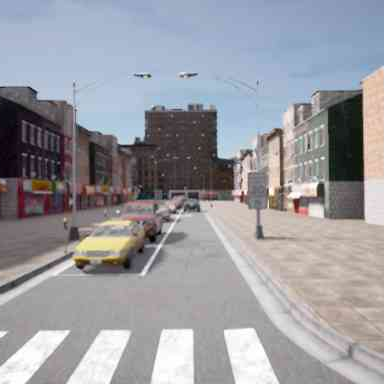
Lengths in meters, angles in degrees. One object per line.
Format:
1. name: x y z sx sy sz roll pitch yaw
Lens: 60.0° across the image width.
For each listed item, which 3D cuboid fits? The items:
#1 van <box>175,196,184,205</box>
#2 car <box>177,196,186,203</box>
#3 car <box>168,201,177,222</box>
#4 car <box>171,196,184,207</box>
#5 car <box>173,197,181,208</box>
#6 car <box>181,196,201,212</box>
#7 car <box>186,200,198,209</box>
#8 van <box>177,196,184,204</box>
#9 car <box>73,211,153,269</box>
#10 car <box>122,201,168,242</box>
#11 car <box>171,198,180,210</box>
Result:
1. van: -2.640 1.820 71.598 1.690 1.788 3.998 0 0 0
2. car: -2.639 1.895 87.931 2.192 1.841 5.009 0 0 0
3. car: -2.641 1.730 28.045 2.008 1.369 4.403 0 0 0
4. car: -2.641 1.722 60.710 2.192 1.841 5.009 0 0 0
5. car: -2.640 1.877 49.821 1.887 1.381 4.507 0 0 0
6. car: -0.007 1.607 42.244 2.097 1.767 4.553 -1 0 0
7. car: -0.004 1.928 52.424 1.895 1.301 4.718 -1 0 0
8. van: -2.639 1.855 77.043 1.690 1.788 3.998 0 0 0
9. car: -2.641 1.599 11.543 1.752 1.417 4.829 0 0 0
10. car: -2.642 1.423 17.158 2.192 1.841 5.009 0 0 0
11. car: -2.641 1.779 38.762 1.752 1.417 4.829 0 0 0
